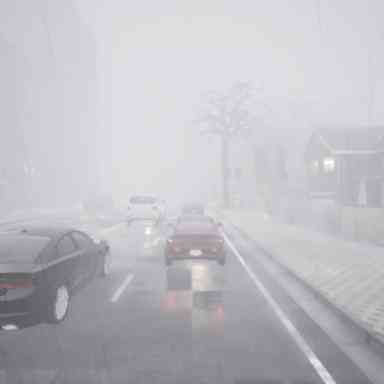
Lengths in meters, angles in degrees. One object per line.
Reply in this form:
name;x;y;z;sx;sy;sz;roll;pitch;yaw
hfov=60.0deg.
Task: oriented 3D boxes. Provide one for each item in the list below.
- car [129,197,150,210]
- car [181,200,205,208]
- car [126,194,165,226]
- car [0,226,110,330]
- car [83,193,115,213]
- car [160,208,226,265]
car;-6.521;1.432;41.554;1.812;1.442;4.674;0;0;0
car;0.100;1.422;28.993;1.882;1.535;5.008;0;0;0
car;-3.151;1.178;23.305;2.150;2.045;5.566;0;0;0
car;-3.149;1.466;7.082;1.882;1.535;5.008;0;0;0
car;-9.820;1.149;35.490;2.150;2.045;5.566;0;0;0
car;0.101;1.506;11.488;1.812;1.442;4.674;0;0;0
